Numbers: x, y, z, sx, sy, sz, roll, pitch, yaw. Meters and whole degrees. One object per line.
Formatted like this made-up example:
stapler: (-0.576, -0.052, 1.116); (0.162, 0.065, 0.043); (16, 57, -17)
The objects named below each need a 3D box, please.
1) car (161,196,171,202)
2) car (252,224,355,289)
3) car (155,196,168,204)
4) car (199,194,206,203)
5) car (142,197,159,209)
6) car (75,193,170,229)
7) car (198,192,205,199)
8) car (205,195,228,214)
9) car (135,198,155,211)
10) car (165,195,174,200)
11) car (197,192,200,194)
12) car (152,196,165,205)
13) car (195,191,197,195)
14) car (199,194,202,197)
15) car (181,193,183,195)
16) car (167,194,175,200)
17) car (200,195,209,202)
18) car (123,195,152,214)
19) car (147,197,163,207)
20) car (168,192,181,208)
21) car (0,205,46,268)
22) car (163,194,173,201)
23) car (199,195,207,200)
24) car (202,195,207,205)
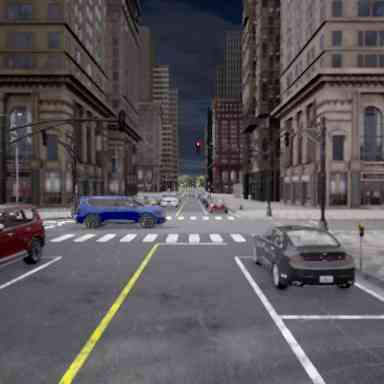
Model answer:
car: (-5.762, 1.484, 74.617); (1.802, 1.307, 4.206); (-1, 0, 0)
car: (2.753, 1.551, 8.998); (2.008, 1.369, 4.403); (-1, 0, 0)
car: (-5.764, 1.501, 63.534); (1.947, 1.339, 4.313); (-1, 0, 0)
car: (2.761, 1.514, 57.998); (1.947, 1.339, 4.313); (-1, 0, 0)
car: (-5.767, 1.495, 46.741); (1.752, 1.417, 4.829); (-1, 0, 0)
car: (-4.434, 1.276, 20.962); (5.566, 2.045, 2.150); (0, 0, 0)
car: (2.761, 1.361, 69.080); (1.967, 1.590, 4.097); (-1, 0, 0)
car: (2.755, 1.425, 35.837); (1.967, 1.590, 4.097); (-1, 0, 0)
car: (-5.768, 1.504, 41.201); (1.752, 1.417, 4.829); (-1, 0, 0)
car: (-5.760, 1.437, 85.699); (1.802, 1.307, 4.206); (-1, 0, 0)
car: (2.763, 1.320, 80.161); (1.967, 1.590, 4.097); (-1, 0, 0)
car: (-5.765, 1.474, 57.822); (1.752, 1.417, 4.829); (-1, 0, 0)
car: (2.764, 1.140, 91.241); (2.192, 1.841, 5.009); (-1, 0, 0)
car: (2.761, 1.517, 63.539); (1.802, 1.307, 4.206); (-1, 0, 0)
car: (-3.014, 1.438, 63.906); (1.837, 1.490, 4.892); (0, 0, 0)
car: (-5.759, 1.352, 91.070); (1.752, 1.417, 4.829); (-1, 0, 0)
car: (2.763, 1.427, 74.790); (1.752, 1.417, 4.829); (-1, 0, 0)
car: (-5.772, 1.300, 35.829); (2.192, 1.841, 5.009); (-1, 0, 0)
car: (-5.766, 1.526, 52.452); (1.947, 1.339, 4.313); (-1, 0, 0)
car: (-3.076, 1.189, 46.963); (2.150, 2.045, 5.566); (0, 0, 0)
car: (-5.776, 1.315, 8.989); (2.192, 1.841, 5.009); (-1, 0, 0)
car: (-5.762, 1.320, 80.157); (1.967, 1.590, 4.097); (-1, 0, 0)
car: (2.765, 1.436, 85.703); (1.802, 1.307, 4.206); (-1, 0, 0)
car: (2.759, 1.535, 46.918); (1.947, 1.339, 4.313); (-1, 0, 0)
